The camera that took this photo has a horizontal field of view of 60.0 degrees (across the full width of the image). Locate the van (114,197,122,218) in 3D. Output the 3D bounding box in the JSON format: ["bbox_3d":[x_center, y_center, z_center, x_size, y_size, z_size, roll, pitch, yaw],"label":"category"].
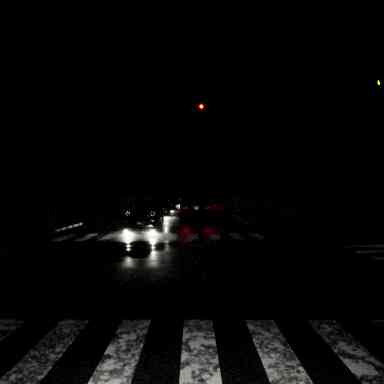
[{"bbox_3d":[-5.833,1.347,29.927,1.690,1.788,3.998,0,0,0],"label":"van"}]

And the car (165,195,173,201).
[{"bbox_3d":[-5.923,1.571,85.006,1.752,1.417,4.829,0,0,0],"label":"car"}]

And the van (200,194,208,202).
[{"bbox_3d":[2.634,1.378,74.127,1.690,1.788,3.998,0,0,0],"label":"van"}]

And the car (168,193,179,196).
[{"bbox_3d":[-3.106,1.441,58.934,2.097,1.767,4.553,0,0,0],"label":"car"}]

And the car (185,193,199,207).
[{"bbox_3d":[-0.050,1.244,53.874,2.150,2.045,5.566,0,0,0],"label":"car"}]

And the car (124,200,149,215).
[{"bbox_3d":[-5.842,1.553,35.452,1.887,1.381,4.507,0,0,0],"label":"car"}]

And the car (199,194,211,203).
[{"bbox_3d":[2.645,1.348,68.602,2.192,1.841,5.009,0,0,0],"label":"car"}]

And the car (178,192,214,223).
[{"bbox_3d":[0.195,1.226,25.998,2.150,2.045,5.566,0,0,-2],"label":"car"}]

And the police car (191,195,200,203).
[{"bbox_3d":[0.767,1.462,74.175,1.930,1.638,5.238,0,0,0],"label":"police car"}]

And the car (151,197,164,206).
[{"bbox_3d":[-5.878,1.606,57.552,1.802,1.307,4.206,0,0,0],"label":"car"}]

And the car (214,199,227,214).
[{"bbox_3d":[2.713,1.553,35.449,1.887,1.381,4.507,0,0,0],"label":"car"}]

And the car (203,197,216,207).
[{"bbox_3d":[2.679,1.546,52.195,1.752,1.417,4.829,0,0,0],"label":"car"}]

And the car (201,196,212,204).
[{"bbox_3d":[2.657,1.573,63.076,1.887,1.381,4.507,0,0,0],"label":"car"}]

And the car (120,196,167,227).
[{"bbox_3d":[-3.204,1.355,22.882,2.097,1.767,4.553,0,0,2],"label":"car"}]

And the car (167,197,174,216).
[{"bbox_3d":[-3.159,1.512,33.218,1.837,1.490,4.892,0,0,0],"label":"car"}]

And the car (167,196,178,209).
[{"bbox_3d":[-3.172,1.561,43.597,2.033,1.411,5.357,0,0,0],"label":"car"}]

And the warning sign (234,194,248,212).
[{"bbox_3d":[5.010,1.123,34.068,1.300,1.860,1.060,0,0,0],"label":"warning sign"}]

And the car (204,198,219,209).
[{"bbox_3d":[2.691,1.561,46.500,1.887,1.381,4.507,0,0,0],"label":"car"}]

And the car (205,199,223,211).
[{"bbox_3d":[2.702,1.557,40.974,1.887,1.381,4.507,0,0,0],"label":"car"}]

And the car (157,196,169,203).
[{"bbox_3d":[-5.896,1.584,68.601,2.008,1.369,4.403,0,0,0],"label":"car"}]
